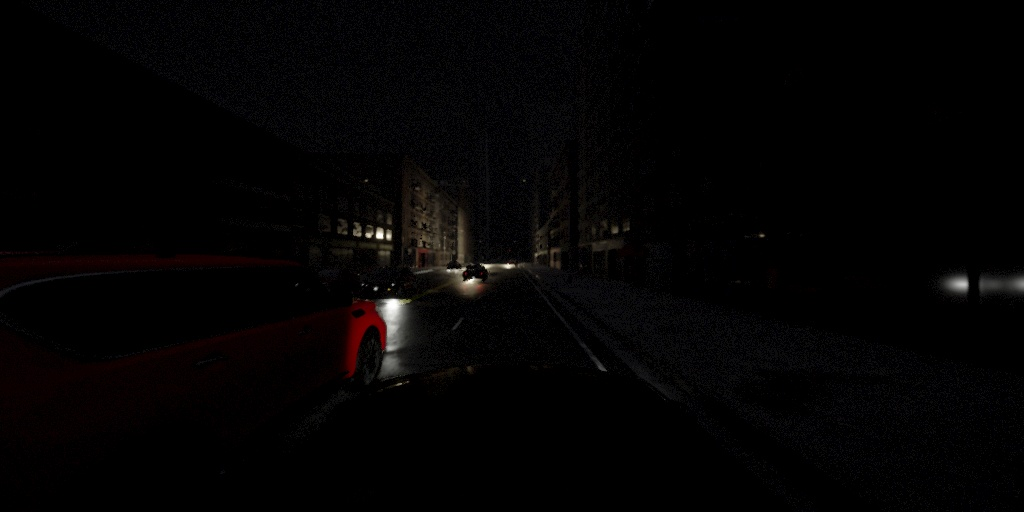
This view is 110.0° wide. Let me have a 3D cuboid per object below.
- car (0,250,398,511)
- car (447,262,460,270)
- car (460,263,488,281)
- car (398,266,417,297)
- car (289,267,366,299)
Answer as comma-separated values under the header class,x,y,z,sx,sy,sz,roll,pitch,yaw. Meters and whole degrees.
class,x,y,z,sx,sy,sz,roll,pitch,yaw
car,-3.160,0.983,3.607,2.150,2.045,5.566,0,0,0
car,-9.781,1.655,61.034,2.033,1.411,5.357,0,0,1
car,-3.155,1.515,31.808,1.895,1.301,4.718,0,0,0
car,-6.603,1.347,19.785,1.837,1.490,4.892,0,0,0
car,-9.853,1.367,19.632,1.812,1.442,4.674,0,0,0
